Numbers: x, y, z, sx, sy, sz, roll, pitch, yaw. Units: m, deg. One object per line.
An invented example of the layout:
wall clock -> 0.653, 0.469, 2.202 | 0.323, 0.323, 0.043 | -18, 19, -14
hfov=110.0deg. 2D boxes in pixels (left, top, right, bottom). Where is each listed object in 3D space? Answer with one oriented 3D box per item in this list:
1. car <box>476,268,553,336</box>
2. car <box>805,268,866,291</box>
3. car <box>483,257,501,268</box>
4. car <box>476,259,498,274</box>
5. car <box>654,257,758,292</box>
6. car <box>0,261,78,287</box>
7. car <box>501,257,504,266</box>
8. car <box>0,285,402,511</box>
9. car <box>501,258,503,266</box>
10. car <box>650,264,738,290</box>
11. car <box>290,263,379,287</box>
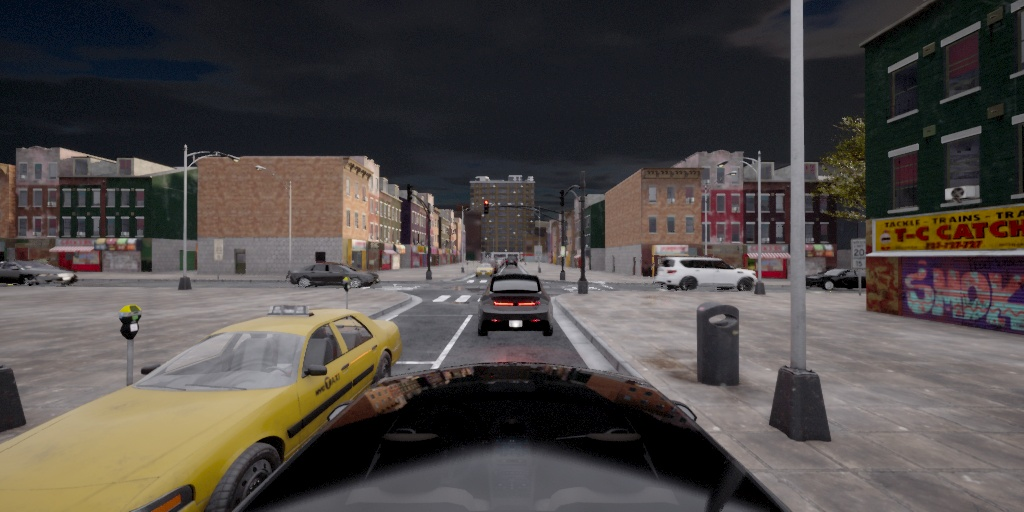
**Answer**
car -> 0.084, 1.257, 10.381 | 1.837, 1.490, 4.892 | 0, 0, 0
car -> 22.383, 1.546, 24.428 | 5.008, 1.535, 1.882 | 1, 0, -1
car -> -2.693, 1.100, 41.568 | 2.192, 1.841, 5.009 | 0, 0, 0
car -> -2.685, 1.302, 35.955 | 1.751, 1.417, 4.829 | 0, 0, 0
car -> 11.583, 1.111, 21.412 | 5.566, 2.045, 2.150 | 1, 0, 0
car -> -28.727, 1.053, 21.152 | 4.902, 1.511, 2.128 | 0, 0, 0
car -> -2.723, 1.358, 63.173 | 1.751, 1.417, 4.829 | 0, 0, 0
car -> -2.641, 1.276, 3.998 | 1.751, 1.417, 4.829 | 0, 0, 0
car -> -2.708, 1.357, 52.456 | 2.007, 1.370, 4.403 | 0, 0, 0
car -> 12.255, 1.393, 24.366 | 5.008, 1.535, 1.882 | 1, 0, 0
car -> -10.524, 1.190, 21.461 | 4.892, 1.490, 1.837 | 0, 0, -4
